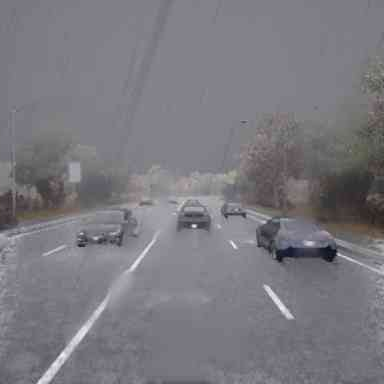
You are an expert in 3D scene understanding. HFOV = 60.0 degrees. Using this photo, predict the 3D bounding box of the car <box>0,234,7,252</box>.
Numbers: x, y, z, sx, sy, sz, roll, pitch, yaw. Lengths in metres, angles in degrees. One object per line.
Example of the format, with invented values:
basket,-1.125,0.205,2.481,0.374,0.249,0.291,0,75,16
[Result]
car,-7.098,1.591,8.850,1.895,1.301,4.718,0,0,0

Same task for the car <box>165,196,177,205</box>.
car,-3.526,1.425,56.764,1.882,1.535,5.008,0,0,1

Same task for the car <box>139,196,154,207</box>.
car,-7.042,1.429,51.956,1.882,1.535,5.008,0,0,0

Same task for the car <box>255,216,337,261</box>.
car,3.604,1.553,12.213,1.994,1.385,4.181,0,0,0

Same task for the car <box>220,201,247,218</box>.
car,3.612,1.521,29.564,2.033,1.411,5.357,0,0,0

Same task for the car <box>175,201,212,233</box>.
car,0.108,1.487,19.451,1.837,1.490,4.892,0,0,0

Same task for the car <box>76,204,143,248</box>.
car,-3.594,1.491,14.830,1.837,1.490,4.892,0,0,0
